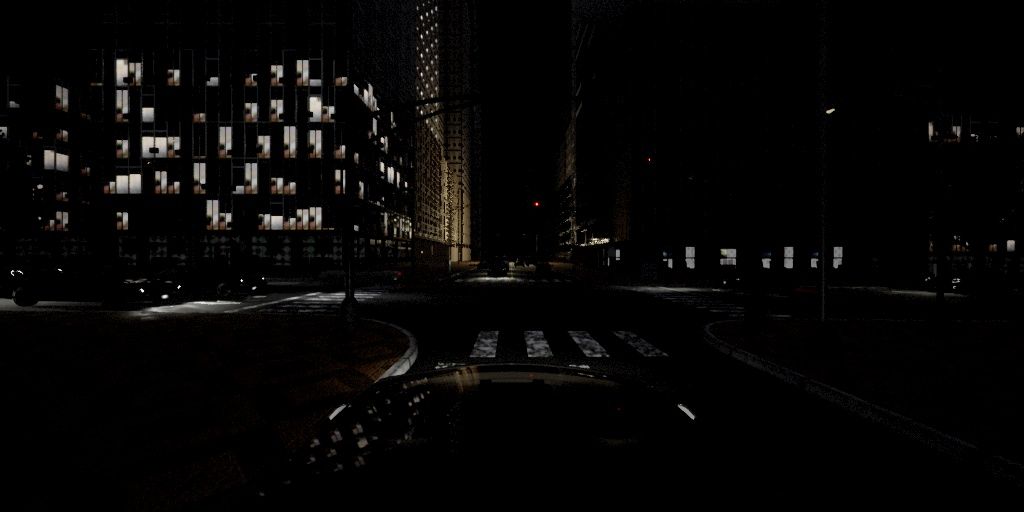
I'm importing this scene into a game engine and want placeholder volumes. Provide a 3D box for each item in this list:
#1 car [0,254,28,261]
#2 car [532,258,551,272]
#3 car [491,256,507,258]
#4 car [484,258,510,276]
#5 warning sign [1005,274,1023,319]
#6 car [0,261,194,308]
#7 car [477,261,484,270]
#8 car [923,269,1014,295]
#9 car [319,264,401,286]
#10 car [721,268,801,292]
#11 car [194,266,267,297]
[{"bbox_3d":[-22.916,0.706,15.926,4.553,1.767,2.097,1,0,-3],"label":"car"},{"bbox_3d":[3.956,1.329,45.567,1.948,1.339,4.313,0,0,0],"label":"car"},{"bbox_3d":[-1.499,0.984,47.638,2.150,2.045,5.566,0,0,2],"label":"car"},{"bbox_3d":[-1.475,1.245,37.041,1.882,1.535,5.008,0,0,1],"label":"car"},{"bbox_3d":[17.281,1.204,11.756,1.060,1.860,1.300,0,0,-3],"label":"warning sign"},{"bbox_3d":[-15.290,1.042,13.050,5.357,1.411,2.033,1,0,0],"label":"car"},{"bbox_3d":[-3.993,1.343,51.065,1.802,1.307,4.207,0,0,0],"label":"car"},{"bbox_3d":[31.872,1.698,25.131,4.553,1.767,2.097,1,0,-3],"label":"car"},{"bbox_3d":[-9.789,1.187,23.232,4.718,1.301,1.895,1,0,-3],"label":"car"},{"bbox_3d":[16.900,1.569,24.452,4.902,1.511,2.128,1,0,-3],"label":"car"},{"bbox_3d":[-14.011,1.118,16.330,4.718,1.301,1.895,1,0,-3],"label":"car"}]
